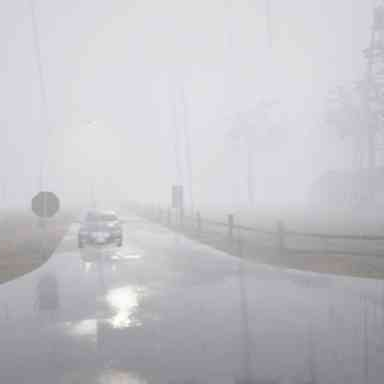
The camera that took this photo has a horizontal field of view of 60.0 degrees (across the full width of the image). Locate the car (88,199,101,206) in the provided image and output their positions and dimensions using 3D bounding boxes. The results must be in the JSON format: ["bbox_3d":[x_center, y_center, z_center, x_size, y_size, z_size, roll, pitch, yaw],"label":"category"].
[{"bbox_3d":[-17.960,2.052,61.157,2.097,1.767,4.553,1,-1,-17],"label":"car"}]

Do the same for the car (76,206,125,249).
[{"bbox_3d":[-4.274,1.654,15.660,2.128,1.511,4.902,1,-1,-15],"label":"car"}]
